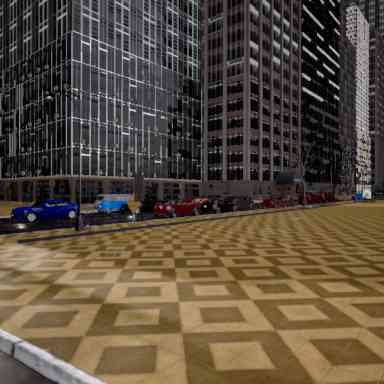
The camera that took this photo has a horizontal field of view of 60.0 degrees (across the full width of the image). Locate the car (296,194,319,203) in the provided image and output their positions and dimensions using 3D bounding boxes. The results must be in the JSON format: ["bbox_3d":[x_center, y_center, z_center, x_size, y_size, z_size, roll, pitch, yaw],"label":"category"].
[{"bbox_3d":[19.184,1.015,55.029,1.837,1.490,4.892,0,0,41],"label":"car"}]

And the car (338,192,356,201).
[{"bbox_3d":[28.480,0.957,61.895,1.752,1.417,4.829,1,1,41],"label":"car"}]

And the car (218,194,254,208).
[{"bbox_3d":[5.414,1.189,38.920,1.837,1.490,4.892,0,1,41],"label":"car"}]

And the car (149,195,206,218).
[{"bbox_3d":[-1.116,1.241,27.101,1.967,1.590,4.097,1,1,41],"label":"car"}]

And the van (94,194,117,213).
[{"bbox_3d":[-7.657,1.107,32.719,1.690,1.788,3.998,1,1,41],"label":"van"}]

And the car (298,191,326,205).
[{"bbox_3d":[17.278,0.885,48.793,2.192,1.841,5.009,1,1,41],"label":"car"}]

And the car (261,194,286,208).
[{"bbox_3d":[9.882,1.244,40.151,1.802,1.307,4.206,1,1,41],"label":"car"}]

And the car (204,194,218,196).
[{"bbox_3d":[1.914,1.035,39.703,2.097,1.767,4.553,0,1,42],"label":"car"}]

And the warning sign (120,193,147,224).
[{"bbox_3d":[-3.620,0.977,20.725,1.300,1.860,1.060,0,0,41],"label":"warning sign"}]

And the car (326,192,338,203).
[{"bbox_3d":[20.975,0.840,53.116,2.192,1.841,5.009,1,1,41],"label":"car"}]

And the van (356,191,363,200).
[{"bbox_3d":[35.765,0.683,70.410,1.690,1.788,3.998,1,1,41],"label":"van"}]

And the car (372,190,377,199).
[{"bbox_3d":[39.461,0.848,74.737,2.008,1.369,4.403,1,1,41],"label":"car"}]

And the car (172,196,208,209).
[{"bbox_3d":[-0.178,1.219,41.295,1.887,1.381,4.507,1,1,41],"label":"car"}]

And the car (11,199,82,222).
[{"bbox_3d":[-10.787,1.319,24.899,1.882,1.535,5.008,0,1,41],"label":"car"}]

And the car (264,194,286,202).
[{"bbox_3d":[14.618,1.057,58.582,1.947,1.339,4.313,1,1,41],"label":"car"}]

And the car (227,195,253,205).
[{"bbox_3d":[7.222,1.148,49.935,1.947,1.339,4.313,1,1,41],"label":"car"}]

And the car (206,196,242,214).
[{"bbox_3d":[2.538,1.320,31.462,1.947,1.339,4.313,1,1,41],"label":"car"}]

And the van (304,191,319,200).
[{"bbox_3d":[25.711,0.695,71.549,1.690,1.788,3.998,1,1,41],"label":"van"}]

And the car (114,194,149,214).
[{"bbox_3d":[-4.635,1.242,32.093,1.882,1.535,5.008,0,1,40],"label":"car"}]

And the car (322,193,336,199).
[{"bbox_3d":[33.106,0.829,80.200,1.947,1.339,4.313,1,1,41],"label":"car"}]
